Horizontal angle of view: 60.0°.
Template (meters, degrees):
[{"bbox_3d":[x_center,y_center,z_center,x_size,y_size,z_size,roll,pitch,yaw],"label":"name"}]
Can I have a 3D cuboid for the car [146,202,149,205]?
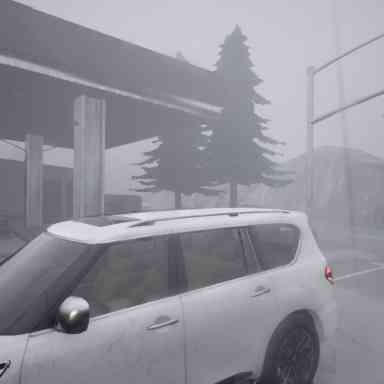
[{"bbox_3d":[-6.511,1.652,40.240,1.812,1.442,4.674,1,0,-35],"label":"car"}]

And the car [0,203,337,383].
[{"bbox_3d":[-0.746,1.256,3.520,5.566,2.045,2.150,-1,0,-36],"label":"car"}]

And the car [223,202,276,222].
[{"bbox_3d":[5.112,1.772,30.137,1.837,1.490,4.892,1,0,-35],"label":"car"}]

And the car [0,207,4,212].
[{"bbox_3d":[-11.583,1.521,18.528,2.242,1.667,4.611,1,0,-36],"label":"car"}]

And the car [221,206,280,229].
[{"bbox_3d":[4.267,1.816,24.911,1.994,1.385,4.181,1,0,-35],"label":"car"}]

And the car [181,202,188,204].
[{"bbox_3d":[-0.648,1.720,31.911,1.812,1.442,4.674,1,0,-35],"label":"car"}]

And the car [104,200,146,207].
[{"bbox_3d":[-4.453,1.446,18.318,1.905,1.878,3.866,1,0,-36],"label":"car"}]
